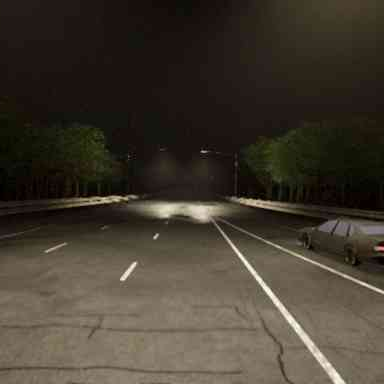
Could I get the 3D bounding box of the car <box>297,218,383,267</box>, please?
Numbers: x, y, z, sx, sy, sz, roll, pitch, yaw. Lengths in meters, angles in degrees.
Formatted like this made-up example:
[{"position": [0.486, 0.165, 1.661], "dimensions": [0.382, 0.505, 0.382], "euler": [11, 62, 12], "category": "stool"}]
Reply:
[{"position": [5.690, 1.647, 11.860], "dimensions": [2.033, 1.411, 5.357], "euler": [1, 0, -7], "category": "car"}]
